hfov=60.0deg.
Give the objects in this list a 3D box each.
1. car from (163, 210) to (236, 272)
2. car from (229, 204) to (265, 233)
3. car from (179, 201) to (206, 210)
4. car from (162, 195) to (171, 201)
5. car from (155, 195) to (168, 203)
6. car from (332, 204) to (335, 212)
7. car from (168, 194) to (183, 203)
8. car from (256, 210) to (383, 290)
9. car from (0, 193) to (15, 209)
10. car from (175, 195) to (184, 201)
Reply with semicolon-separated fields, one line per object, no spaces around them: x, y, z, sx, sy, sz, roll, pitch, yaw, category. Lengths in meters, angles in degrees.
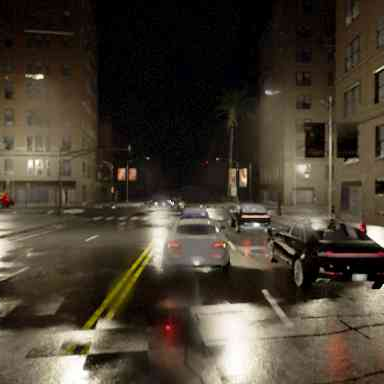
0.123;1.513;10.591;1.812;1.442;4.674;0;0;0;car
3.293;1.469;19.390;2.128;1.511;4.902;0;0;0;car
0.144;1.524;20.065;2.033;1.411;5.357;0;0;0;car
-6.310;1.480;82.914;1.895;1.301;4.718;0;0;0;car
-6.348;1.522;67.435;1.895;1.301;4.718;0;0;0;car
16.289;1.728;33.839;4.313;1.339;1.947;0;0;0;car
-3.106;1.276;67.574;2.097;1.767;4.553;0;0;0;car
3.345;1.481;9.029;2.128;1.511;4.902;0;0;0;car
-23.798;1.047;39.427;5.009;1.841;2.192;0;0;-8;car
-3.060;1.422;83.020;2.033;1.411;5.357;0;0;0;car
